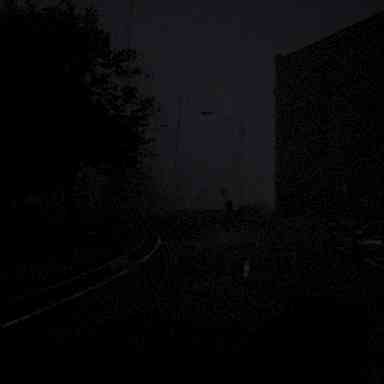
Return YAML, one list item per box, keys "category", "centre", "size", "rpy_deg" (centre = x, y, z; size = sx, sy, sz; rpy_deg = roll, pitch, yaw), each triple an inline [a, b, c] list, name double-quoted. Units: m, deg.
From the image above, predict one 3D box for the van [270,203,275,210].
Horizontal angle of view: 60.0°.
- category: "van"
  centre: [14.324, 2.742, 65.200]
  size: [1.878, 1.987, 4.442]
  rpy_deg: [0, -3, 24]

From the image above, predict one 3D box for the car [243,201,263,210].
- category: "car"
  centre: [9.755, 2.432, 55.077]
  size: [2.002, 1.452, 4.674]
  rpy_deg: [2, -2, 24]

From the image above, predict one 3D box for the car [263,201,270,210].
- category: "car"
  centre: [12.006, 2.706, 60.083]
  size: [2.163, 1.488, 4.792]
  rpy_deg: [0, -3, 24]
